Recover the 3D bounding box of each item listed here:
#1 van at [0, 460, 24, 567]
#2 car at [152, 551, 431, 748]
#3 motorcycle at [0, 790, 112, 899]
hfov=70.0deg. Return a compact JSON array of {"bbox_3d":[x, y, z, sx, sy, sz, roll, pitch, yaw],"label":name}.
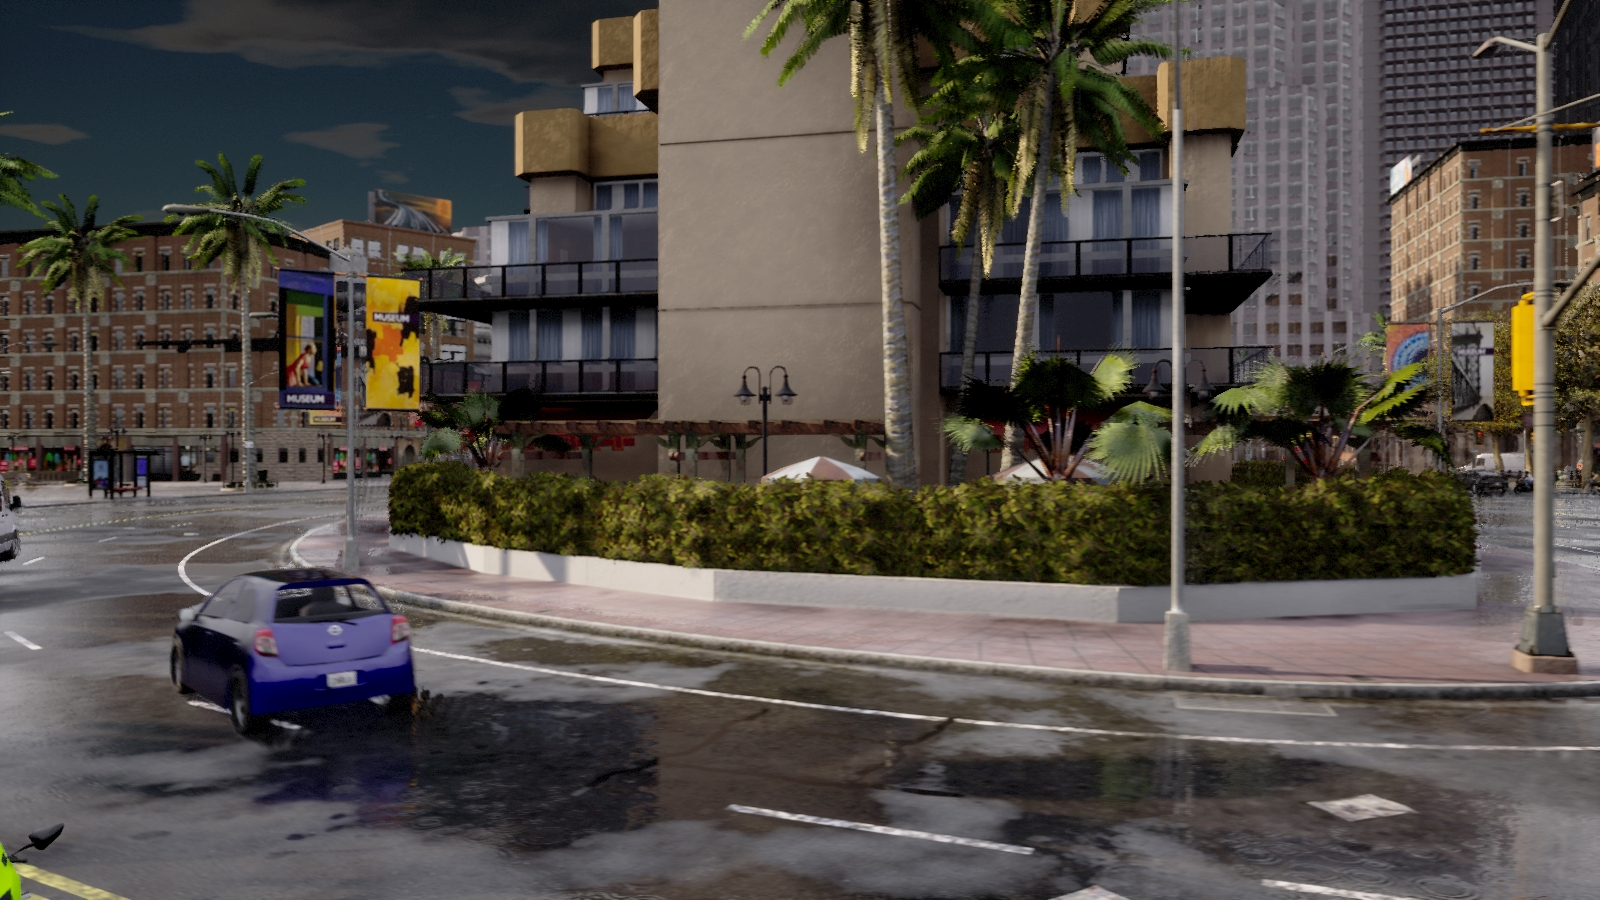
[{"bbox_3d":[-20.312,1.546,27.374,1.988,2.561,5.915,0,0,-26],"label":"van"},{"bbox_3d":[-5.724,2.043,12.660,1.845,1.501,3.633,0,0,-41],"label":"car"},{"bbox_3d":[-4.119,2.215,5.203,2.033,1.145,0.803,0,0,30],"label":"motorcycle"}]
